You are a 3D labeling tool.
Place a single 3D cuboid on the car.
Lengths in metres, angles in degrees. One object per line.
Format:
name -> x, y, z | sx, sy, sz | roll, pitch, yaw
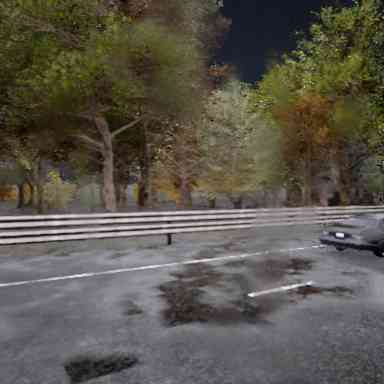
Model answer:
car -> 7.329, 1.572, 13.002 | 5.357, 1.411, 2.033 | 0, 0, -32
